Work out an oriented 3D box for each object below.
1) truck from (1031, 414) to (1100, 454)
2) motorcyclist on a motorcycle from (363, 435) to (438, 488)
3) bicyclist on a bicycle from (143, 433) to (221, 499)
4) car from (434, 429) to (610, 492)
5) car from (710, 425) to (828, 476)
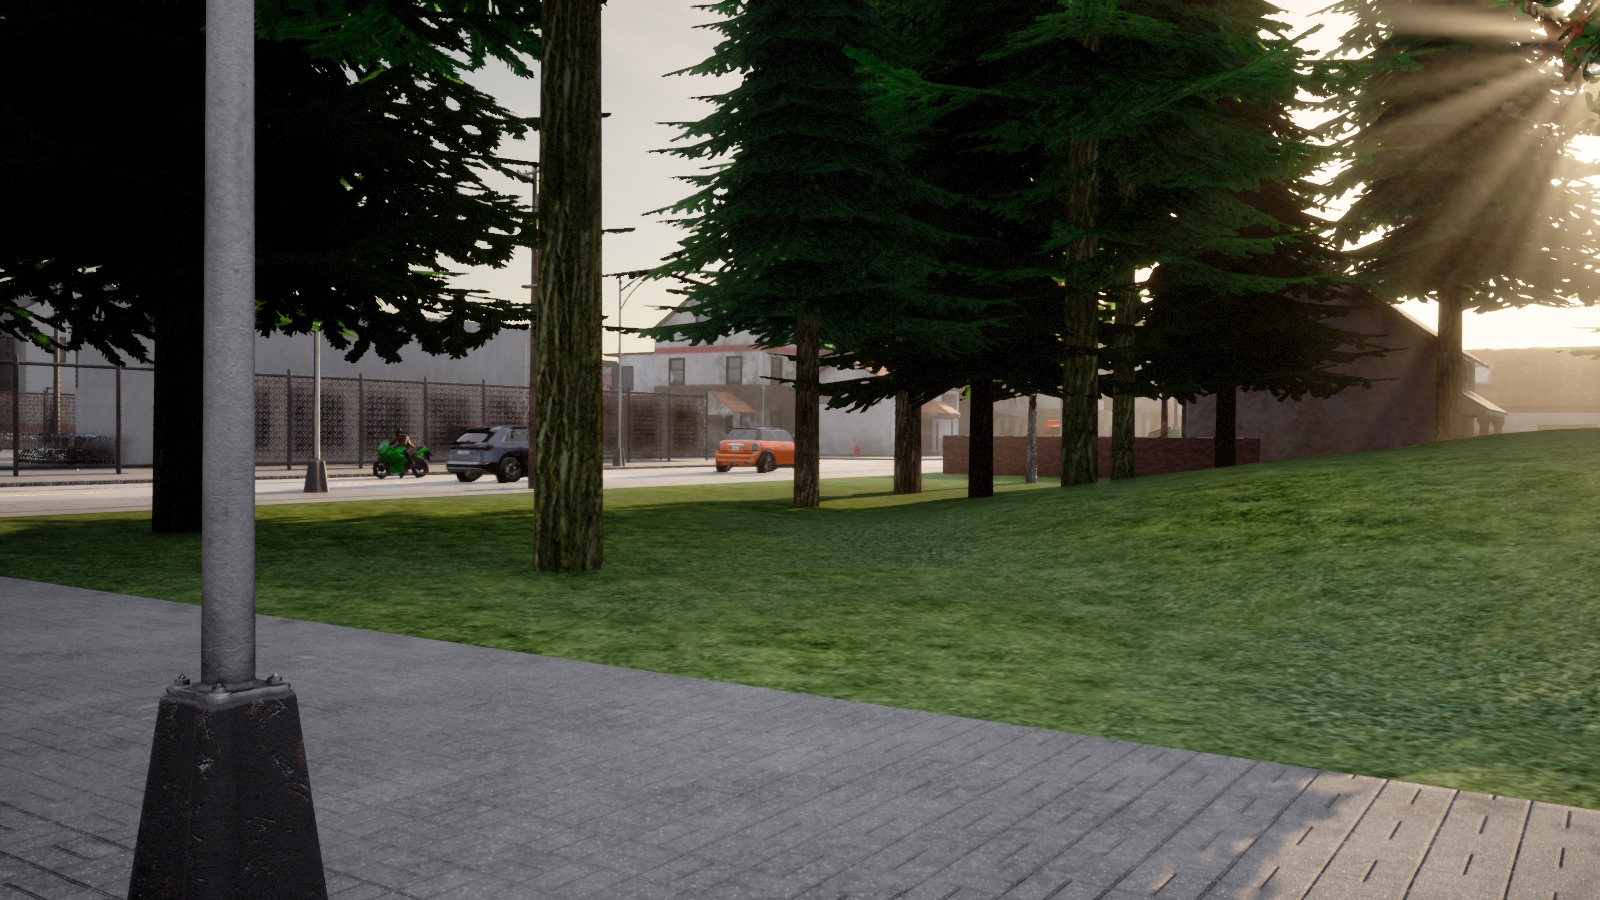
[{"bbox_3d":[17.161,-1.016,80.939,2.627,2.467,5.204,0,1,33],"label":"truck"},{"bbox_3d":[-11.825,0.312,37.239,0.797,1.523,2.044,0,1,34],"label":"motorcyclist on a motorcycle"},{"bbox_3d":[-15.556,0.377,31.625,0.866,1.612,1.509,0,1,33],"label":"bicyclist on a bicycle"},{"bbox_3d":[-7.858,0.243,35.981,2.033,1.649,4.856,0,1,34],"label":"car"},{"bbox_3d":[-1.069,-0.031,46.211,2.097,1.767,4.553,0,1,33],"label":"car"}]
